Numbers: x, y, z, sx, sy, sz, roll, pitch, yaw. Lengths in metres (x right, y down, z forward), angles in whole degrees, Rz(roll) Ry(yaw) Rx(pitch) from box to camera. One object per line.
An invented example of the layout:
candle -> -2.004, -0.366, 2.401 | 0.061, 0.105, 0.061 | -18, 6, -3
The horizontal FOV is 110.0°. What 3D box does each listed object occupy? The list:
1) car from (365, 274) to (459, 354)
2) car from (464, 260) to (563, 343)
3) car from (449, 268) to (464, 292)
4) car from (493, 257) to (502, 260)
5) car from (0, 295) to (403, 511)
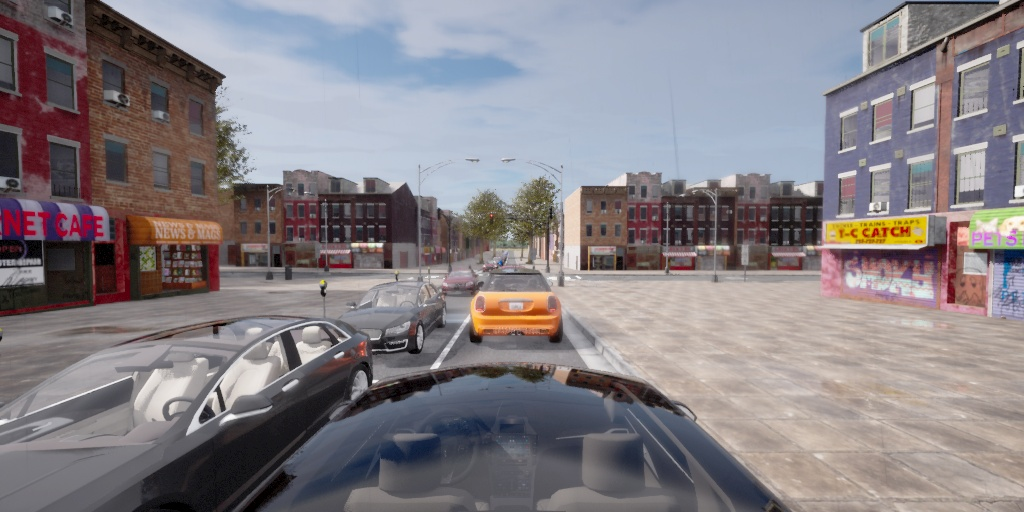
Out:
car -> -2.653, 1.299, 8.542 | 2.007, 1.370, 4.403 | 0, 0, 0
car -> 0.085, 1.101, 9.852 | 2.097, 1.767, 4.553 | 0, 0, 0
car -> -2.673, 1.337, 19.436 | 1.802, 1.307, 4.207 | 0, 0, 0
car -> -2.724, 1.245, 46.212 | 1.967, 1.591, 4.097 | 0, 0, 0
car -> -2.643, 1.300, 3.094 | 2.007, 1.370, 4.403 | 0, 0, 0
